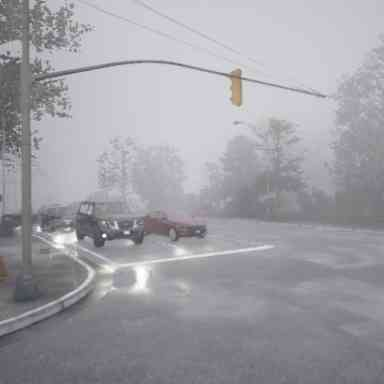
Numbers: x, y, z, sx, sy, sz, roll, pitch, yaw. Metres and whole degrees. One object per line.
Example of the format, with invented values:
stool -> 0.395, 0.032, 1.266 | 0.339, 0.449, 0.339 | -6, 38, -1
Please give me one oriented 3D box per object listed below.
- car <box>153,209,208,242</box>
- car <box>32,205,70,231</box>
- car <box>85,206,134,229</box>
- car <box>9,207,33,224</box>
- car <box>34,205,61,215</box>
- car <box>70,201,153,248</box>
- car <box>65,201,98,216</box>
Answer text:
car -> -1.079, 1.695, 18.167 | 1.882, 1.535, 5.008 | 0, -1, -33
car -> -10.002, 1.985, 24.786 | 2.128, 1.511, 4.902 | 0, -2, -37
car -> -6.556, 1.930, 26.023 | 1.882, 1.535, 5.008 | 0, -2, -37
car -> -16.371, 2.413, 32.642 | 1.895, 1.301, 4.718 | 0, -2, -41
car -> -23.749, 2.935, 54.561 | 4.902, 1.511, 2.128 | -2, -1, 39
car -> -4.266, 1.462, 16.716 | 2.150, 2.045, 5.566 | 0, -1, -32
car -> -15.901, 2.344, 47.599 | 5.566, 2.045, 2.150 | -2, -2, 44
